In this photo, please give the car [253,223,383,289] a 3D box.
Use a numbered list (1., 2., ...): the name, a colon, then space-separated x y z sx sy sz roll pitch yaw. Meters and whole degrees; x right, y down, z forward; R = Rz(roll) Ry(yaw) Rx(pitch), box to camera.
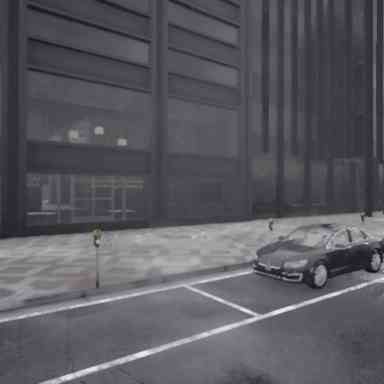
1. car: 3.572 1.562 9.081 4.403 1.369 2.008 0 0 -36
